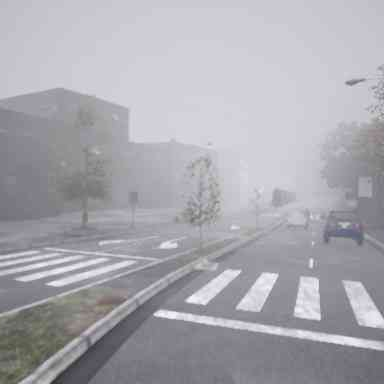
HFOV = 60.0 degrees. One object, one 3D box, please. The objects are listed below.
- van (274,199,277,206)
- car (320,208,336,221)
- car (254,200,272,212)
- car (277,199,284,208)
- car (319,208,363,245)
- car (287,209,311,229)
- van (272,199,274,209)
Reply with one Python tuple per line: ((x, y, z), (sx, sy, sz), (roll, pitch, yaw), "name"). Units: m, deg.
((17.424, 2.864, 75.093), (1.878, 1.987, 4.442), (1, 0, 21), "van")
((18.630, 3.024, 45.815), (1.837, 1.490, 4.892), (1, 0, 20), "car")
((13.534, 2.730, 64.800), (2.435, 2.045, 5.566), (1, 0, 21), "car")
((21.377, 2.935, 85.552), (2.435, 2.045, 5.566), (1, 0, 21), "car")
((9.628, 2.148, 21.522), (2.150, 2.045, 5.566), (1, -2, 20), "car")
((10.634, 2.810, 33.438), (1.812, 1.442, 4.674), (1, -1, 21), "car")
((15.462, 2.810, 69.905), (1.878, 1.987, 4.442), (1, 0, 21), "van")
